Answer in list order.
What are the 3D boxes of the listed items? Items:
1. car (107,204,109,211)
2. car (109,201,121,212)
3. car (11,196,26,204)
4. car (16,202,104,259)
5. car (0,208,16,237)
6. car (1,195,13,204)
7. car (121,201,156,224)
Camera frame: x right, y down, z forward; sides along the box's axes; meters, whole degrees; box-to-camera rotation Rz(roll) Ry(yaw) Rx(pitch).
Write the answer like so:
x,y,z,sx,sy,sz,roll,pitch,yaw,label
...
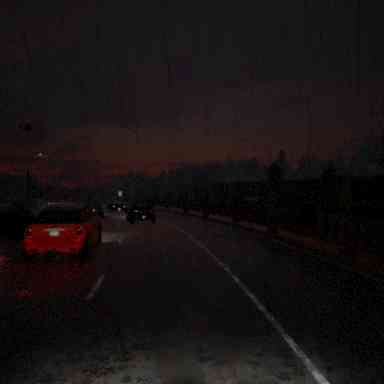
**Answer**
x,y,z,sx,sy,sz,roll,pitch,yaw,label
-9.255,1.640,30.947,2.033,1.411,5.357,0,0,-19,car
-9.296,1.718,40.953,1.895,1.301,4.718,0,0,-21,car
-35.651,1.851,69.179,1.994,1.385,4.181,0,0,-22,car
-4.817,1.389,12.980,2.097,1.767,4.553,0,0,-8,car
-9.062,1.560,16.972,1.837,1.490,4.892,0,0,-11,car
-42.186,1.679,76.138,2.150,2.045,5.566,0,-2,-22,car
-4.036,1.559,25.725,2.128,1.511,4.902,0,0,-16,car
